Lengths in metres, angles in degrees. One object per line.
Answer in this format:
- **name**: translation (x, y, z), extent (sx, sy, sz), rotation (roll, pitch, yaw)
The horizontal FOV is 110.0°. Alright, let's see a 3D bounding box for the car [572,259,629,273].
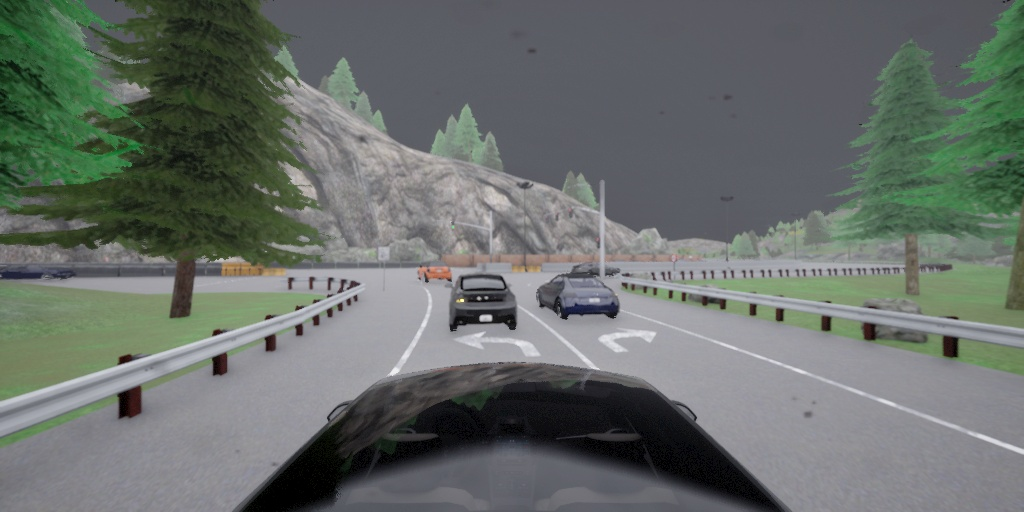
- **car**: translation (7.909, 1.308, 33.389), extent (4.902, 1.511, 2.128), rotation (0, 0, -21)

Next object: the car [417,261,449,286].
- **car**: translation (-6.449, 1.174, 29.431), extent (2.097, 1.767, 4.553), rotation (0, 0, -24)

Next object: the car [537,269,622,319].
- **car**: translation (2.225, 1.338, 13.026), extent (1.994, 1.385, 4.181), rotation (0, 0, -9)

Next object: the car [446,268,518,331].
- **car**: translation (-1.008, 1.278, 11.225), extent (1.837, 1.490, 4.892), rotation (0, 0, -9)

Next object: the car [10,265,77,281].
- **car**: translation (-39.453, 1.393, 29.444), extent (4.718, 1.301, 1.895), rotation (0, 0, -18)

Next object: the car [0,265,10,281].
- **car**: translation (-40.115, 1.302, 25.563), extent (4.674, 1.442, 1.812), rotation (0, 0, -18)
